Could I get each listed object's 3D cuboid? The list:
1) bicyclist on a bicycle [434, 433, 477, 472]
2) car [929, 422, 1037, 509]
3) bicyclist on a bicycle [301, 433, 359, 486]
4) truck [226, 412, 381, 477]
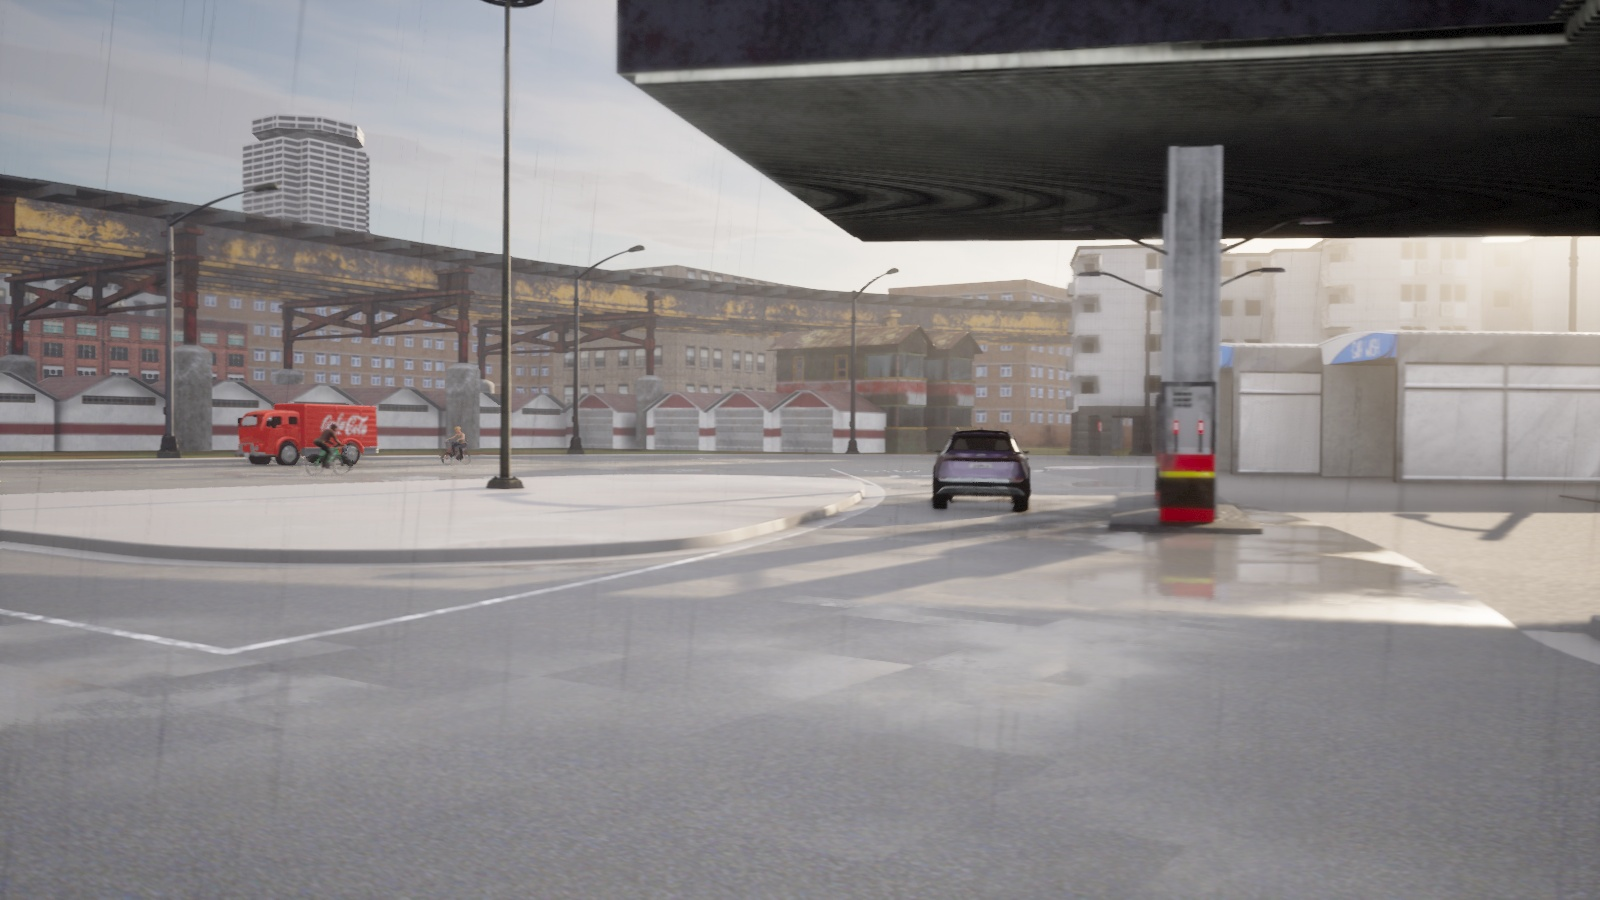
[{"bbox_3d":[-14.357,0.082,52.397,0.866,1.612,1.509,0,1,36],"label":"bicyclist on a bicycle"},{"bbox_3d":[3.847,0.267,26.333,2.033,1.649,4.856,0,1,9],"label":"car"},{"bbox_3d":[-14.734,0.279,39.425,0.582,1.620,1.656,0,1,34],"label":"bicyclist on a bicycle"},{"bbox_3d":[-19.906,-0.266,50.572,2.627,2.467,5.204,0,1,34],"label":"truck"}]
